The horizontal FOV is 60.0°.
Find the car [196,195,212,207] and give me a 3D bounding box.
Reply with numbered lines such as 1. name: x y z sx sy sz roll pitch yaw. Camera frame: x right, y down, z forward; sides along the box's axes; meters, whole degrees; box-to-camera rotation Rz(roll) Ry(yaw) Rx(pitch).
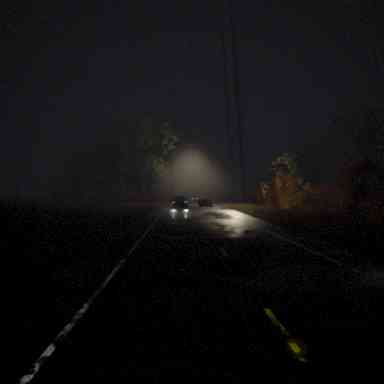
1. car: 2.053 1.558 51.038 1.994 1.385 4.181 1 0 0

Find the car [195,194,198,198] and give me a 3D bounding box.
1. car: 2.135 1.519 68.851 1.994 1.385 4.181 1 0 2

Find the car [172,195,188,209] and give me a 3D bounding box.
1. car: -1.564 1.308 43.969 2.097 1.767 4.553 1 0 -1
